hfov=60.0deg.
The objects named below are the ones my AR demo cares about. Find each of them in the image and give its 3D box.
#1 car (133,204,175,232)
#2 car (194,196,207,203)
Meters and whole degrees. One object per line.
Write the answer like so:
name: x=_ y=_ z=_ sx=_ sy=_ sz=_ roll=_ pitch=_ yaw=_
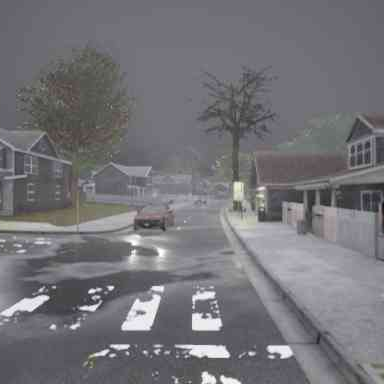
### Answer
car: x=-2.261 y=1.518 z=20.781 sx=1.882 sy=1.535 sz=5.008 roll=0 pitch=0 yaw=5
car: x=1.520 y=1.341 z=58.680 sx=2.097 sy=1.767 sz=4.553 roll=0 pitch=0 yaw=8
